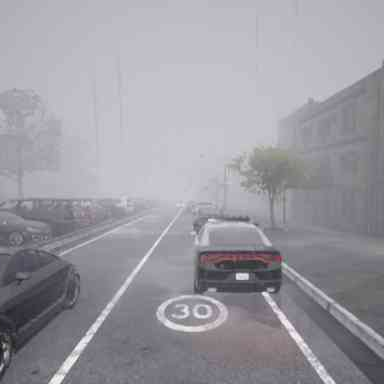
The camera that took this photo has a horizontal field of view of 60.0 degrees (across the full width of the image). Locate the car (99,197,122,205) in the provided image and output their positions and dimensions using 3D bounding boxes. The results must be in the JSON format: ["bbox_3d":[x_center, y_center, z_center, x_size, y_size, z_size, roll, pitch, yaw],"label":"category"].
[{"bbox_3d":[-21.984,2.383,89.961,5.566,2.045,2.435,0,-1,0],"label":"car"}]

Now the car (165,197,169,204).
[{"bbox_3d":[-8.838,2.172,76.464,5.566,2.045,2.435,0,-1,0],"label":"car"}]

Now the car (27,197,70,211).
[{"bbox_3d":[-21.900,1.775,50.863,5.566,2.045,2.435,0,-1,0],"label":"car"}]

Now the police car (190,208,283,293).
[{"bbox_3d":[0.981,1.462,9.056,1.930,1.638,5.238,0,0,0],"label":"police car"}]

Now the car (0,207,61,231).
[{"bbox_3d":[-8.841,1.563,14.796,4.892,1.521,2.231,0,-1,0],"label":"car"}]

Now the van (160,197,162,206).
[{"bbox_3d":[-8.742,2.023,65.252,4.442,1.987,1.878,0,-1,0],"label":"van"}]

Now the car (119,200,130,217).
[{"bbox_3d":[-8.830,1.761,31.616,5.008,1.535,2.097,0,-1,0],"label":"car"}]

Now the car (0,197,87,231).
[{"bbox_3d":[-8.861,1.341,17.604,5.566,2.045,2.435,0,-1,0],"label":"car"}]

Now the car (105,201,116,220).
[{"bbox_3d":[-8.826,1.694,26.010,4.892,1.521,2.231,0,-1,0],"label":"car"}]

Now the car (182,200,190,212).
[{"bbox_3d":[0.072,2.033,46.134,2.033,1.411,5.357,0,-1,1],"label":"car"}]

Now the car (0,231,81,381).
[{"bbox_3d":[-3.247,1.578,5.097,1.994,1.385,4.181,0,0,0],"label":"car"}]

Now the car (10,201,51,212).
[{"bbox_3d":[-21.921,1.982,45.290,4.674,1.452,2.002,0,-1,0],"label":"car"}]

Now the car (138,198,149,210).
[{"bbox_3d":[-8.839,1.945,45.631,5.008,1.535,2.097,0,-1,0],"label":"car"}]

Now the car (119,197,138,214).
[{"bbox_3d":[-8.865,1.545,34.422,5.566,2.045,2.435,0,-1,0],"label":"car"}]

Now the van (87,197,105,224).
[{"bbox_3d":[-8.716,1.432,23.209,4.442,1.987,1.878,0,-1,0],"label":"van"}]

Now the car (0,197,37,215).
[{"bbox_3d":[-21.892,1.614,39.847,5.566,2.045,2.435,0,-1,0],"label":"car"}]

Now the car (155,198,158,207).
[{"bbox_3d":[-8.823,2.148,56.839,4.792,1.488,2.163,0,-1,0],"label":"car"}]

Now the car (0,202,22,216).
[{"bbox_3d":[-21.947,1.859,37.060,4.792,1.488,2.163,0,-1,0],"label":"car"}]

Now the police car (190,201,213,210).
[{"bbox_3d":[0.991,1.641,25.083,1.930,1.638,5.238,0,-1,0],"label":"police car"}]

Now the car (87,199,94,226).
[{"bbox_3d":[-8.800,1.498,20.404,4.553,1.767,2.185,0,-1,0],"label":"car"}]

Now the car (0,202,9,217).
[{"bbox_3d":[-21.887,1.825,34.276,4.792,1.488,2.163,0,-1,0],"label":"car"}]

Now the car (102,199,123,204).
[{"bbox_3d":[-22.143,2.674,92.733,5.366,1.575,1.946,0,-1,0],"label":"car"}]

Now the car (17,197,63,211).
[{"bbox_3d":[-21.897,1.734,48.202,5.566,2.045,2.435,0,-1,0],"label":"car"}]

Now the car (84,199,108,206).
[{"bbox_3d":[-21.951,2.419,76.079,4.892,1.521,2.231,0,-1,0],"label":"car"}]

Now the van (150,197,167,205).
[{"bbox_3d":[-8.993,2.415,90.478,4.442,1.987,1.878,0,-1,0],"label":"van"}]

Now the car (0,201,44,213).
[{"bbox_3d":[-21.917,1.904,42.630,5.008,1.535,2.097,0,-1,0],"label":"car"}]

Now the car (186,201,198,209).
[{"bbox_3d":[0.042,2.256,59.814,1.994,1.385,4.181,0,-1,0],"label":"car"}]

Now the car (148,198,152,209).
[{"bbox_3d":[-9.032,1.985,48.431,5.366,1.575,1.946,0,-1,0],"label":"car"}]

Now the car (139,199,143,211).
[{"bbox_3d":[-8.812,1.897,40.023,4.792,1.488,2.163,0,-1,0],"label":"car"}]

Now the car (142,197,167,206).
[{"bbox_3d":[-8.840,2.216,79.267,5.566,2.045,2.435,0,-1,0],"label":"car"}]

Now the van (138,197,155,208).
[{"bbox_3d":[-8.734,1.849,54.040,4.442,1.987,1.878,0,-1,0],"label":"van"}]

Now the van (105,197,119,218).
[{"bbox_3d":[-8.950,1.501,28.815,4.442,1.987,1.878,0,-1,0],"label":"van"}]

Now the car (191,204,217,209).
[{"bbox_3d":[0.988,1.647,18.963,1.837,1.490,4.892,0,-1,0],"label":"car"}]

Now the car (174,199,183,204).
[{"bbox_3d":[-3.188,2.789,93.158,1.895,1.301,4.718,0,-1,0],"label":"car"}]

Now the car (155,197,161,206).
[{"bbox_3d":[-8.851,2.205,62.446,5.008,1.535,2.097,0,-1,0],"label":"car"}]
